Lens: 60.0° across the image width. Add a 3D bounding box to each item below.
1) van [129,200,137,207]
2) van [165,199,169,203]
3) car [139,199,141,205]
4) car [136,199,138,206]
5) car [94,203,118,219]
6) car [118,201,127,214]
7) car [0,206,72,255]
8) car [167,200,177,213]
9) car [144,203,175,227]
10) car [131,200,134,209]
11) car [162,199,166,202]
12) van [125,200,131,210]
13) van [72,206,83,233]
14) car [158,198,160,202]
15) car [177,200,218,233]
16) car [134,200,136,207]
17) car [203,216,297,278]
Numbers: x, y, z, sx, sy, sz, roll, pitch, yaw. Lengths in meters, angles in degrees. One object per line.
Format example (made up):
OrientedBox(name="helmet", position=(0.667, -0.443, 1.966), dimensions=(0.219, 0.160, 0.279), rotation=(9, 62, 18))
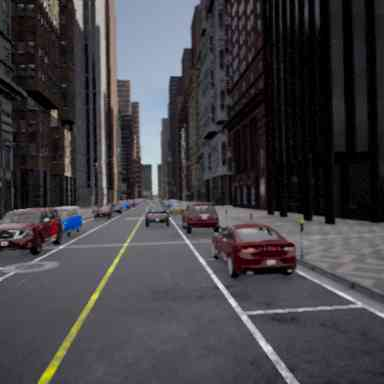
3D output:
OrientedBox(name="van", position=(-15.562, 2.925, 87.949), dimensions=(1.690, 1.788, 3.998), rotation=(-1, -1, -6))
OrientedBox(name="van", position=(-2.687, 2.092, 49.711), dimensions=(1.690, 1.788, 3.998), rotation=(-1, -1, -6))
OrientedBox(name="car", position=(-16.189, 3.119, 93.549), dimensions=(1.967, 1.590, 4.097), rotation=(-1, -1, -6))
OrientedBox(name="car", position=(-14.303, 2.710, 76.748), dimensions=(2.192, 1.841, 5.009), rotation=(-1, -1, -6))
OrientedBox(name="car", position=(-9.891, 2.281, 37.540), dimensions=(1.887, 1.381, 4.507), rotation=(-1, -1, -6))
OrientedBox(name="car", position=(-11.149, 2.489, 48.741), dimensions=(1.947, 1.339, 4.313), rotation=(-1, -1, -6))
OrientedBox(name="car", position=(-7.378, 1.684, 15.141), dimensions=(2.192, 1.841, 5.009), rotation=(-1, -1, -6))
OrientedBox(name="car", position=(-2.072, 2.184, 44.278), dimensions=(1.752, 1.417, 4.829), rotation=(-1, -1, -6))
OrientedBox(name="car", position=(-2.818, 1.923, 27.011), dimensions=(2.128, 1.511, 4.902), rotation=(-1, -1, -6))
OrientedBox(name="car", position=(-13.038, 2.772, 65.543), dimensions=(1.947, 1.339, 4.313), rotation=(-1, -1, -6))
OrientedBox(name="car", position=(-3.943, 2.379, 60.911), dimensions=(1.967, 1.590, 4.097), rotation=(-1, -1, -6))
OrientedBox(name="van", position=(-12.414, 2.453, 59.946), dimensions=(1.690, 1.788, 3.998), rotation=(-1, -1, -6))
OrientedBox(name="van", position=(-8.006, 1.800, 20.741), dimensions=(1.690, 1.788, 3.998), rotation=(-1, -1, -6))
OrientedBox(name="car", position=(-7.723, 2.820, 94.515), dimensions=(2.192, 1.841, 5.009), rotation=(-1, -1, -6))
OrientedBox(name="car", position=(0.461, 1.601, 21.711), dimensions=(2.192, 1.841, 5.009), rotation=(-1, -1, -6))
OrientedBox(name="car", position=(-13.667, 2.866, 71.144), dimensions=(1.947, 1.339, 4.313), rotation=(-1, -1, -6))
OrientedBox(name="car", position=(1.726, 1.650, 10.507), dimensions=(1.887, 1.381, 4.507), rotation=(-1, -1, -6))
